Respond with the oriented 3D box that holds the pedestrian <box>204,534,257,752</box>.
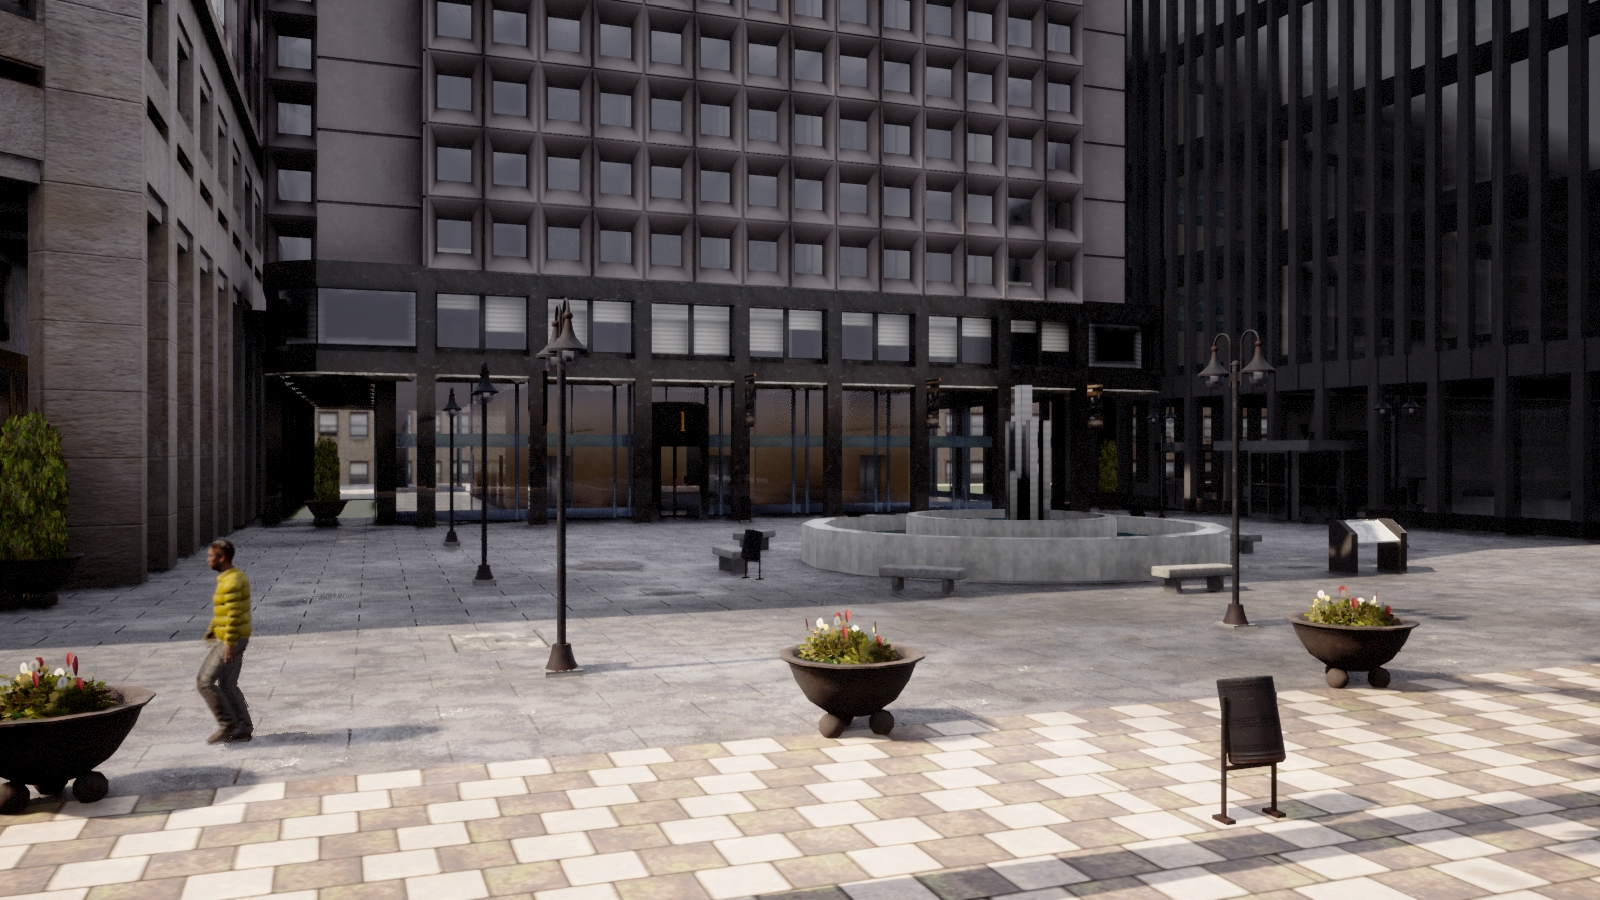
[{"bbox_3d":[-5.083,1.701,10.208,0.375,1.860,0.375,0,0,-20],"label":"pedestrian"}]
